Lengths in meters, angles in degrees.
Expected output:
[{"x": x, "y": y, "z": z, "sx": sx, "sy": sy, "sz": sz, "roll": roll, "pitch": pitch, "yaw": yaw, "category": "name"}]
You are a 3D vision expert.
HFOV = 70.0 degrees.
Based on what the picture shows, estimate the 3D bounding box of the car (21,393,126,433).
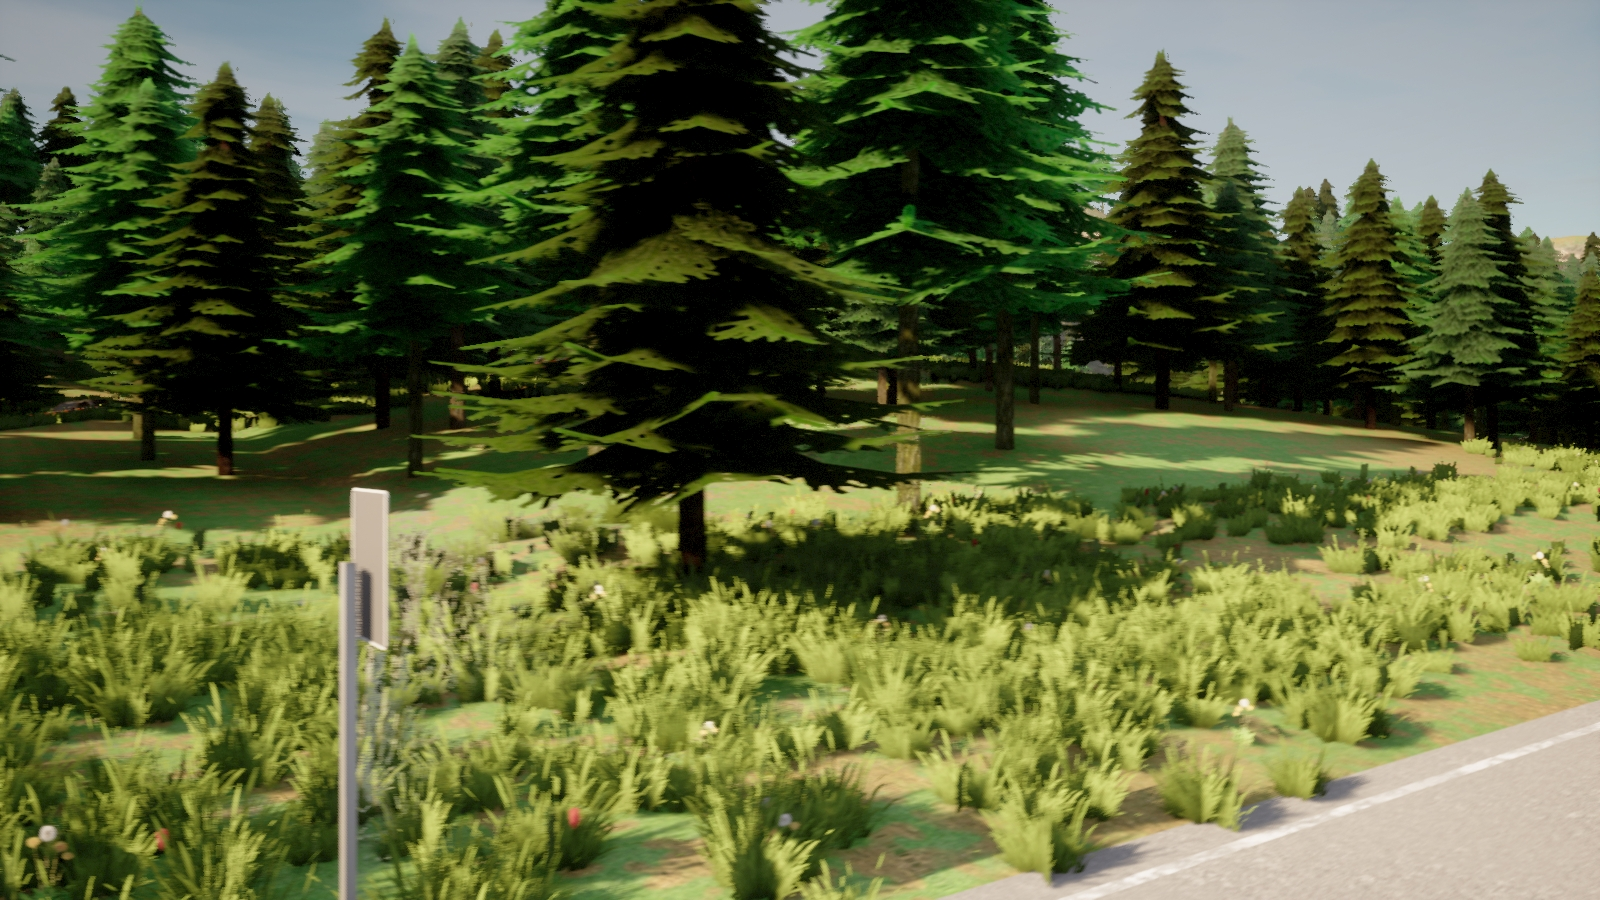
[{"x": -40.151, "y": -2.032, "z": 63.174, "sx": 4.553, "sy": 1.767, "sz": 2.097, "roll": -5, "pitch": 0, "yaw": 8, "category": "car"}]
